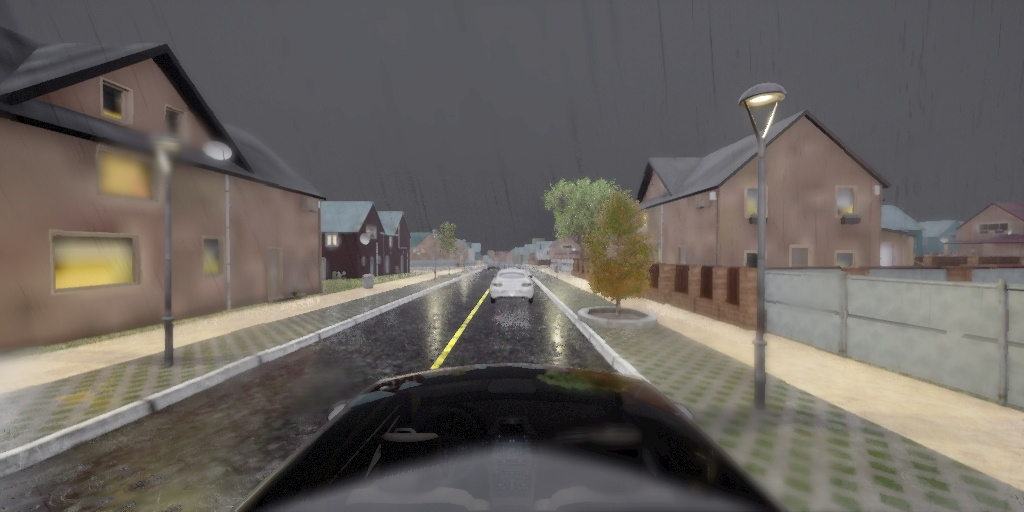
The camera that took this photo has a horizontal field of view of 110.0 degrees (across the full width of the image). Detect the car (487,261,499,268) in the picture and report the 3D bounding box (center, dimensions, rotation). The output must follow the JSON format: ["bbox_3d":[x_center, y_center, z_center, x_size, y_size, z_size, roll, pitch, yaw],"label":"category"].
[{"bbox_3d":[-2.749,1.499,54.957,1.837,1.490,4.892,0,-1,0],"label":"car"}]

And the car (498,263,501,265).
[{"bbox_3d":[0.000,1.425,31.541,1.895,1.301,4.718,0,0,0],"label":"car"}]

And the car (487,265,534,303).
[{"bbox_3d":[0.000,1.299,16.506,1.812,1.442,4.674,0,0,0],"label":"car"}]
